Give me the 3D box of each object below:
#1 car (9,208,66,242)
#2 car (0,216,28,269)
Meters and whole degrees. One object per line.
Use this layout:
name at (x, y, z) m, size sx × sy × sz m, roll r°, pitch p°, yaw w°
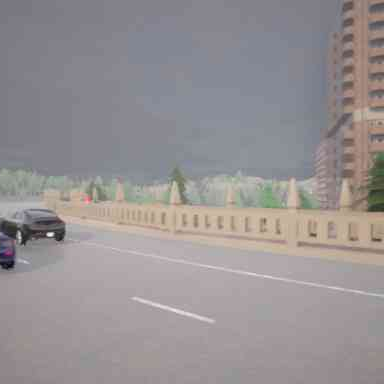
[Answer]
car at (-7.688, 1.542, 15.799) m, size 1.837 × 1.490 × 4.892 m, roll 0°, pitch 0°, yaw -44°
car at (-6.913, 1.545, 10.092) m, size 4.674 × 1.442 × 1.812 m, roll 0°, pitch 0°, yaw 43°
